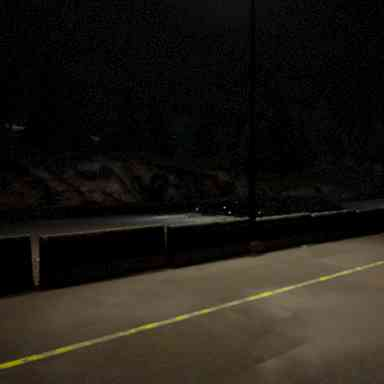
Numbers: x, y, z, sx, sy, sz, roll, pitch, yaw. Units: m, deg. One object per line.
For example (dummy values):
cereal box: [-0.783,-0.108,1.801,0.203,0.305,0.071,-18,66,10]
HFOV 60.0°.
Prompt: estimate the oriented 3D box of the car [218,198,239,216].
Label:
car: [4.934,1.375,29.026,4.718,1.301,1.895,-1,1,-36]

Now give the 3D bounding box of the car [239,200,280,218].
car: [6.538,1.329,25.872,5.357,1.411,2.033,-1,1,-36]

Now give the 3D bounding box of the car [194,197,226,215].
car: [2.449,1.275,31.553,4.902,1.511,2.128,-1,1,-36]

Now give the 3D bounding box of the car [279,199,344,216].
car: [8.563,1.287,23.016,4.892,1.490,1.837,-1,1,-36]
